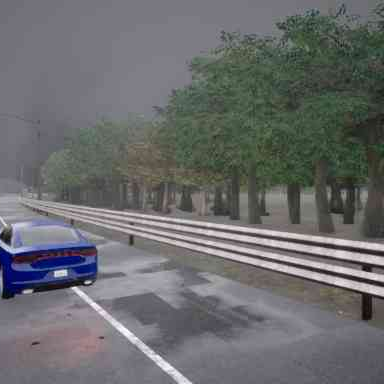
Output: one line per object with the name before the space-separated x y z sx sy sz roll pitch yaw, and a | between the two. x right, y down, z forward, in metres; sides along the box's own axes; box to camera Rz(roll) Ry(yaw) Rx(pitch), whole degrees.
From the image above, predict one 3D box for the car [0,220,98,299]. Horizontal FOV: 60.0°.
car | -4.021 1.478 8.704 1.882 1.535 5.008 0 0 -34
